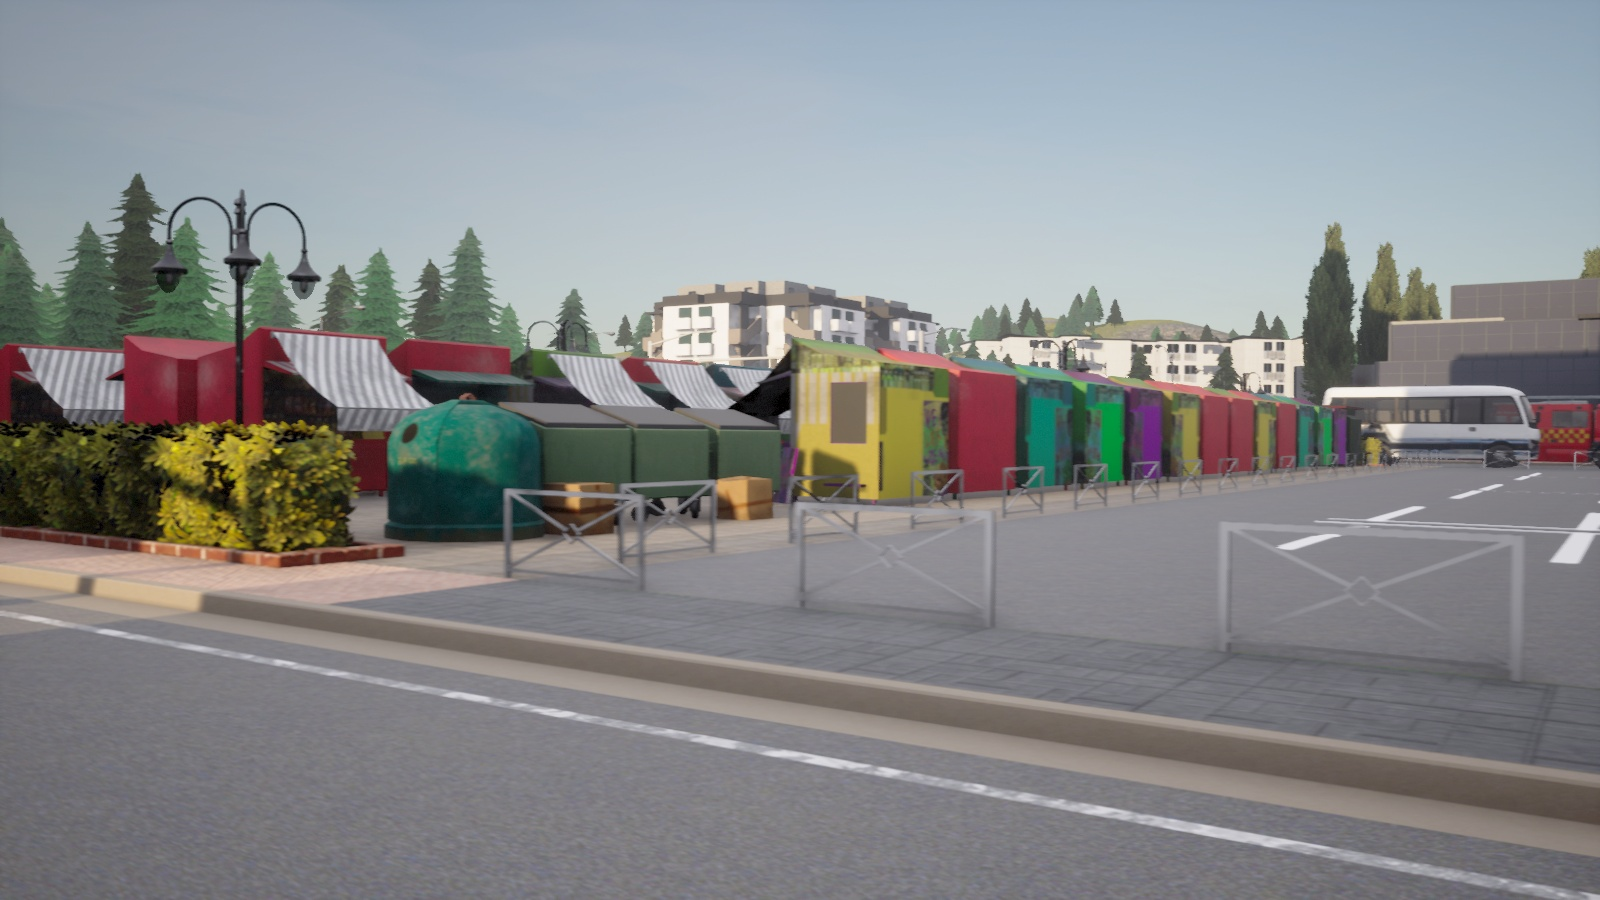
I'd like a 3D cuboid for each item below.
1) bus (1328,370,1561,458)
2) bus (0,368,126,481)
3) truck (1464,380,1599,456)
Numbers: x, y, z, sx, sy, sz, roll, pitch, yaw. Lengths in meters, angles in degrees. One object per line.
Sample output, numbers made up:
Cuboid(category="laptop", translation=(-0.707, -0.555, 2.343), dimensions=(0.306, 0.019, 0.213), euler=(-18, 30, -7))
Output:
Cuboid(category="bus", translation=(33.224, -1.778, 65.009), dimensions=(10.273, 4.253, 3.944), euler=(0, 1, 35))
Cuboid(category="bus", translation=(-31.856, -0.953, 47.764), dimensions=(3.944, 4.253, 10.273), euler=(0, 1, 34))
Cuboid(category="truck", translation=(39.314, -1.621, 64.972), dimensions=(8.468, 3.827, 2.891), euler=(0, 1, 35))
